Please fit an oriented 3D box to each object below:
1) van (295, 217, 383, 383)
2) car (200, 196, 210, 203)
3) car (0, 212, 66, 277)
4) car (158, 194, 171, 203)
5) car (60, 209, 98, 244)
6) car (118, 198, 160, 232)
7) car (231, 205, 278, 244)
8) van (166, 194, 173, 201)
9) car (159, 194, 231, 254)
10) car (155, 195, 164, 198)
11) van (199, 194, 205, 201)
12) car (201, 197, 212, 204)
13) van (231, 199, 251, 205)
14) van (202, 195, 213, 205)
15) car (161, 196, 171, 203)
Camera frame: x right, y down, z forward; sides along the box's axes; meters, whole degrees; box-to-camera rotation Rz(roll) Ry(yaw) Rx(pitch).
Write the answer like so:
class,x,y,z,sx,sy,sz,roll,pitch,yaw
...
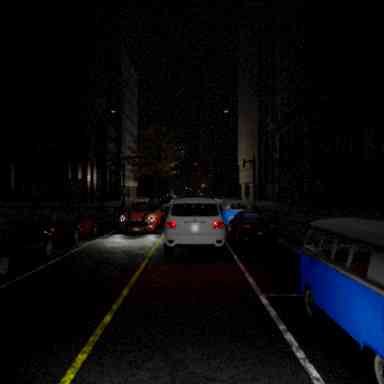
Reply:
class,x,y,z,sx,sy,sz,roll,pitch,yaw
van,2.777,1.343,4.688,1.690,1.788,3.998,0,0,0
car,2.758,1.603,70.073,1.887,1.381,4.507,0,0,0
car,-5.776,1.549,10.230,1.887,1.381,4.507,0,0,0
car,-5.766,1.373,69.718,2.192,1.841,5.009,0,0,0
car,-5.778,1.551,15.755,1.887,1.381,4.507,0,0,0
car,-3.002,1.424,20.031,2.097,1.767,4.553,0,0,0
car,2.777,1.550,15.738,1.887,1.381,4.507,0,0,0
van,-5.768,1.424,85.585,1.690,1.788,3.998,0,0,0
car,0.105,1.228,13.565,2.150,2.045,5.566,0,0,0
car,-5.771,1.563,53.678,1.752,1.417,4.829,0,0,0
van,2.757,1.435,91.727,1.690,1.788,3.998,0,0,0
car,2.759,1.617,64.660,1.947,1.339,4.313,0,0,0
van,2.778,1.350,21.263,1.690,1.788,3.998,0,0,0
van,2.760,1.385,59.248,1.690,1.788,3.998,0,0,0
car,-5.767,1.617,75.007,2.008,1.369,4.403,0,0,0
